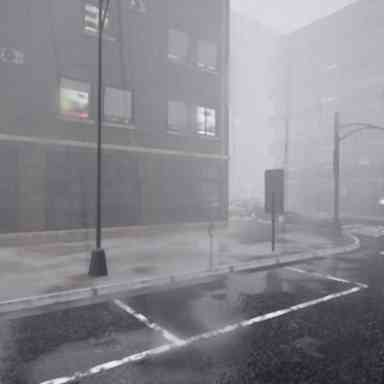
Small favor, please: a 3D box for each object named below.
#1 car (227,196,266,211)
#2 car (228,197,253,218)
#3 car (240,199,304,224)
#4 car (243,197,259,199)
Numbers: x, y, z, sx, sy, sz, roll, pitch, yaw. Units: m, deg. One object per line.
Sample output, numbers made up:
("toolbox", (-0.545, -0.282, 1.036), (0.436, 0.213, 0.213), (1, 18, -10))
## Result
("car", (6.146, 1.286, 37.924), (1.967, 1.590, 4.097), (2, 0, -36))
("car", (2.747, 1.380, 28.372), (1.752, 1.417, 4.829), (2, 0, -36))
("car", (5.932, 1.481, 24.015), (2.008, 1.369, 4.403), (2, 0, -36))
("car", (4.848, 1.402, 29.869), (1.812, 1.442, 4.674), (1, 0, -36))
